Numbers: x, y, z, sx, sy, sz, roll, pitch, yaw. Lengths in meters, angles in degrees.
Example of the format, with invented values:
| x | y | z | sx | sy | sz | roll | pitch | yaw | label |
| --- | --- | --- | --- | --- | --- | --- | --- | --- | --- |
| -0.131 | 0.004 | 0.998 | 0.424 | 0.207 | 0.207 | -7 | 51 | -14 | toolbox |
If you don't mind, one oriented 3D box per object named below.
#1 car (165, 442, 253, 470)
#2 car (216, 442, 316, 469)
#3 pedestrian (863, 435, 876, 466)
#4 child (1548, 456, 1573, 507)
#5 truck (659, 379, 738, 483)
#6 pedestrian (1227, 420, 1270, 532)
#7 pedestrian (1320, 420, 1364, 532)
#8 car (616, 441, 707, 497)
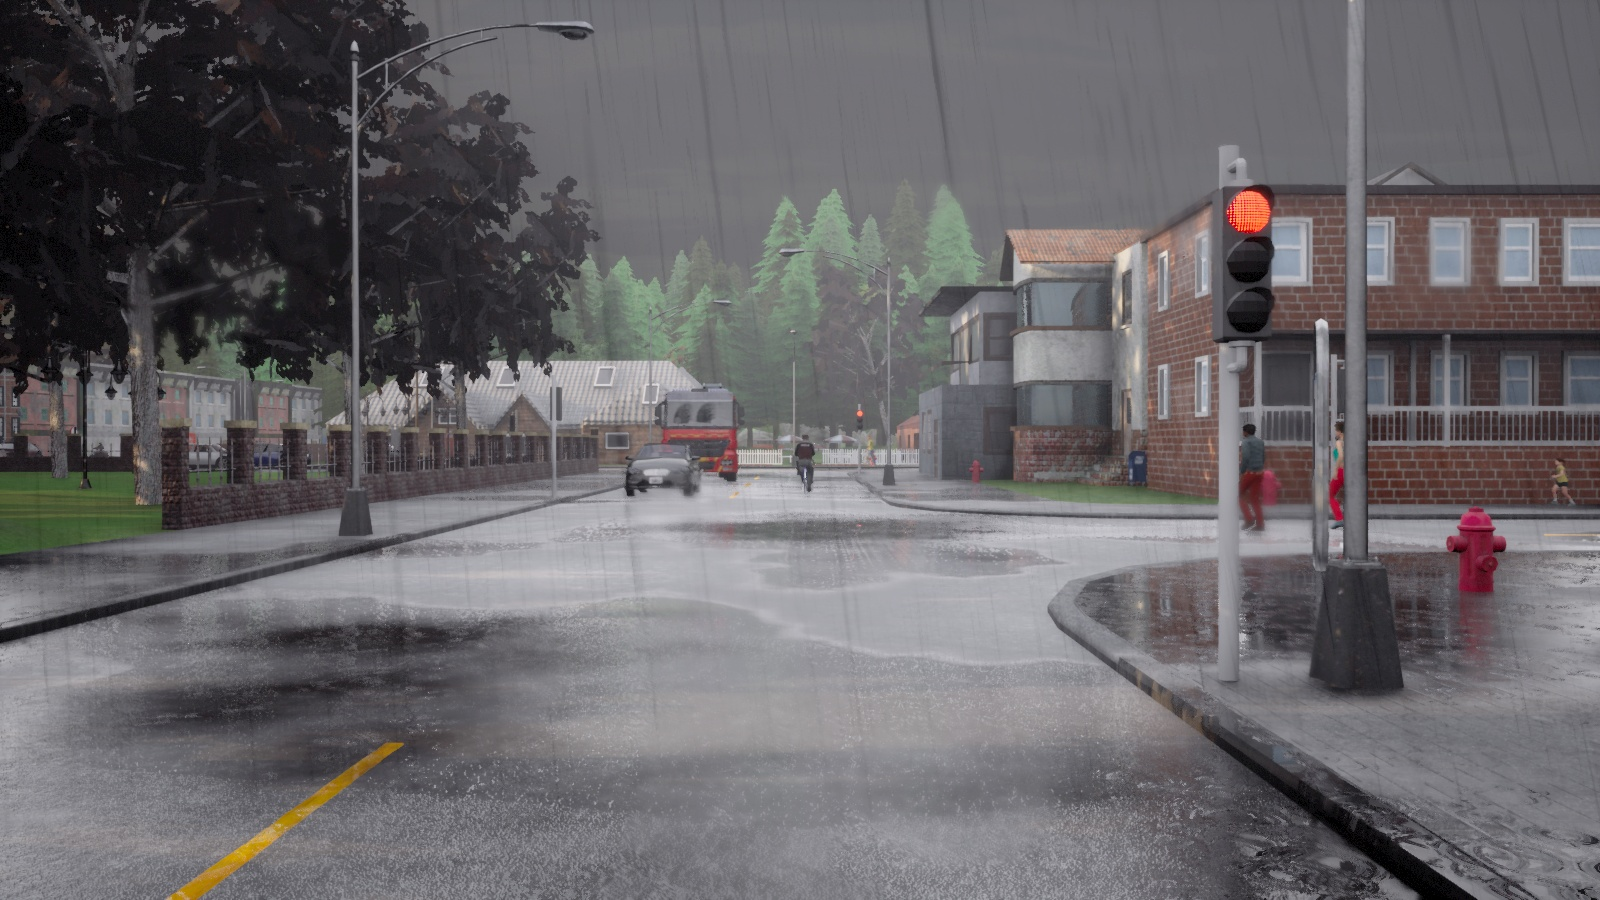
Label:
| x | y | z | sx | sy | sz | roll | pitch | yaw | label |
| --- | --- | --- | --- | --- | --- | --- | --- | --- | --- |
| -31.765 | 0.305 | 67.616 | 3.806 | 1.475 | 1.970 | 0 | 0 | -1 | car |
| -30.423 | 0.317 | 71.664 | 4.792 | 1.488 | 2.163 | 0 | 0 | 0 | car |
| 4.087 | 0.037 | 73.756 | 0.706 | 1.836 | 0.354 | 0 | 0 | 19 | pedestrian |
| 16.699 | 0.694 | 27.562 | 0.394 | 1.110 | 0.255 | 0 | 0 | 2 | child |
| -3.946 | -0.706 | 50.558 | 2.891 | 3.827 | 8.468 | 0 | 0 | -3 | truck |
| 7.467 | 0.424 | 20.916 | 0.353 | 1.847 | 0.614 | 0 | 0 | -24 | pedestrian |
| 9.079 | 0.425 | 21.047 | 0.345 | 1.836 | 0.594 | 0 | 0 | -21 | pedestrian |
| -3.884 | 0.496 | 36.058 | 2.128 | 1.511 | 4.902 | 0 | 0 | 0 | car |
